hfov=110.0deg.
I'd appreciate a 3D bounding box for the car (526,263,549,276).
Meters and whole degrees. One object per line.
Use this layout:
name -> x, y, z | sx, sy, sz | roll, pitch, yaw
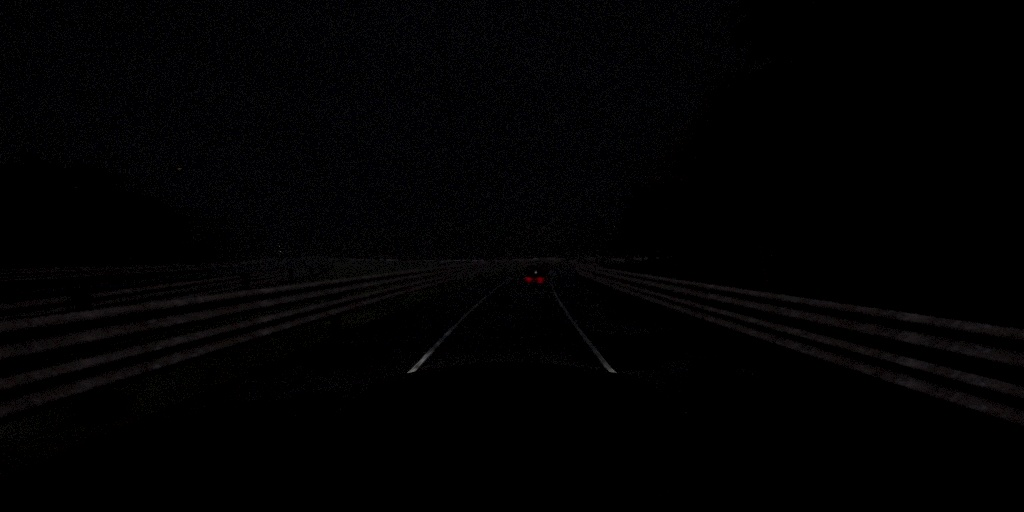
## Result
car -> 2.797, 1.331, 37.485 | 1.895, 1.301, 4.718 | 0, 0, 12
